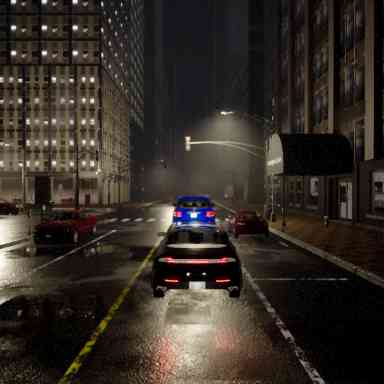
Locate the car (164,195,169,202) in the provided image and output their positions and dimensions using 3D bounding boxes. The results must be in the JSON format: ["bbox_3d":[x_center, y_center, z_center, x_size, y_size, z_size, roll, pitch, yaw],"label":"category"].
[{"bbox_3d":[-5.677,1.521,77.784,1.887,1.381,4.507,0,0,0],"label":"car"}]

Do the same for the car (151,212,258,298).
[{"bbox_3d":[0.101,1.490,8.498,2.128,1.511,4.902,0,0,0],"label":"car"}]

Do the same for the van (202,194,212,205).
[{"bbox_3d":[2.698,1.326,60.691,1.690,1.788,3.998,0,0,0],"label":"van"}]

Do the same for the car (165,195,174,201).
[{"bbox_3d":[-5.676,1.538,83.481,1.947,1.339,4.313,0,0,0],"label":"car"}]

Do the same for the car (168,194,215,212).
[{"bbox_3d":[0.093,1.218,18.417,2.150,2.045,5.566,0,0,0],"label":"car"}]

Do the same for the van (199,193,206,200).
[{"bbox_3d":[2.705,1.309,89.175,1.690,1.788,3.998,0,0,0],"label":"van"}]

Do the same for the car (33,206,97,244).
[{"bbox_3d":[-5.822,1.542,15.724,1.887,1.381,4.507,0,0,0],"label":"car"}]

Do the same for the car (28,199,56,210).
[{"bbox_3d":[-18.514,1.497,39.448,4.403,1.369,2.008,0,0,1],"label":"car"}]

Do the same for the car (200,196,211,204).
[{"bbox_3d":[2.700,1.533,66.388,2.008,1.369,4.403,0,0,0],"label":"car"}]

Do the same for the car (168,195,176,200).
[{"bbox_3d":[-5.673,1.529,94.874,1.947,1.339,4.313,0,0,0],"label":"car"}]

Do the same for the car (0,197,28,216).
[{"bbox_3d":[-18.602,1.306,31.066,5.009,1.841,2.192,0,0,1],"label":"car"}]

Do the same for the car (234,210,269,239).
[{"bbox_3d":[2.818,1.579,17.098,1.802,1.307,4.206,0,0,0],"label":"car"}]
